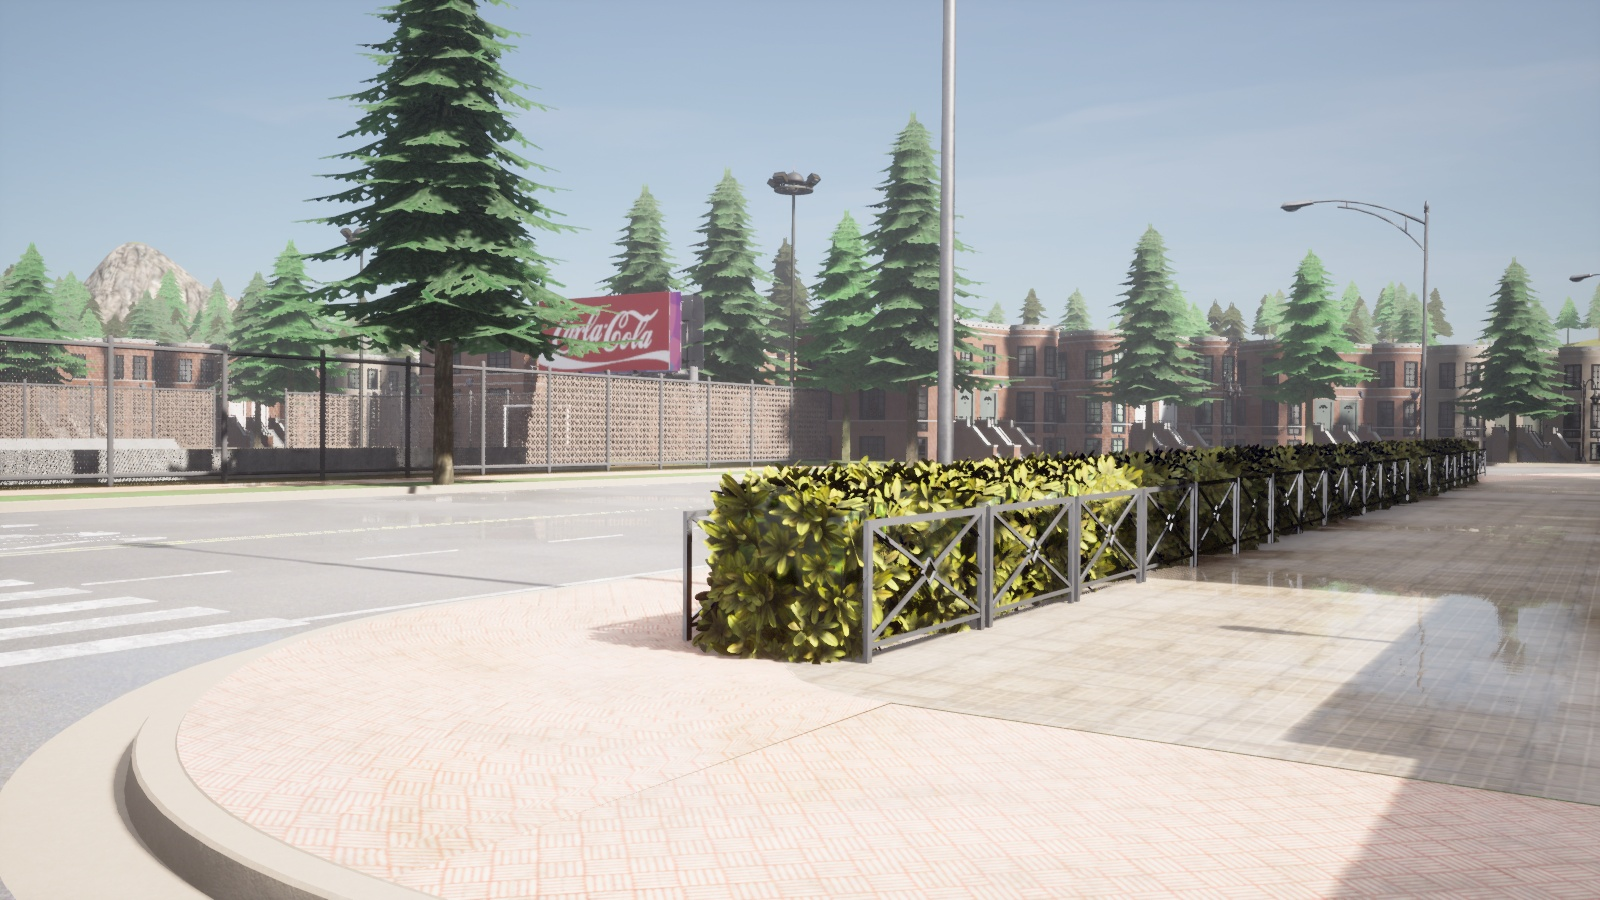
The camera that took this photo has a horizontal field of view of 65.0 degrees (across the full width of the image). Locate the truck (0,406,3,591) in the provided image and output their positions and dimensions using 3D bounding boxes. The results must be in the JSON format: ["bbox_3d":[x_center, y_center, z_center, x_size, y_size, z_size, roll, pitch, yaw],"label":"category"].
[{"bbox_3d":[-10.601,0.183,11.490,5.204,2.467,2.627,-1,1,-42],"label":"truck"}]
